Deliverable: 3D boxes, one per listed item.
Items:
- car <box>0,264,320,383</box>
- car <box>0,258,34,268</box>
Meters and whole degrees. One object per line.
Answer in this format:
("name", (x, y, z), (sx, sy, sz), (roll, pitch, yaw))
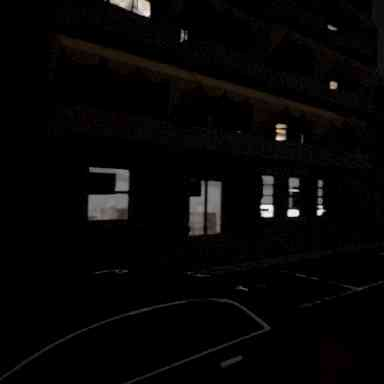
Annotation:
("car", (-0.949, 1.511, 2.701), (4.892, 1.490, 1.837), (1, 0, -36))
("car", (-3.584, 1.559, 3.990), (4.313, 1.339, 1.947), (1, 0, -36))
